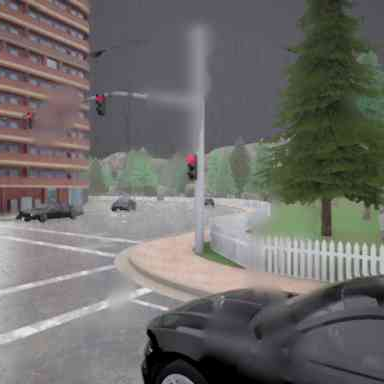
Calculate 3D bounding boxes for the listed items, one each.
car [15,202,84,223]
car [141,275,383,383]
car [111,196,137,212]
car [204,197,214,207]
[{"bbox_3d":[-10.728,1.490,25.680,2.033,1.411,5.357,0,0,24],"label":"car"},{"bbox_3d":[1.761,1.478,2.733,5.008,1.535,1.882,0,0,36],"label":"car"},{"bbox_3d":[-7.610,1.489,37.775,2.033,1.411,5.357,0,0,4],"label":"car"},{"bbox_3d":[1.967,1.447,49.534,1.837,1.490,4.892,1,0,-11],"label":"car"}]
